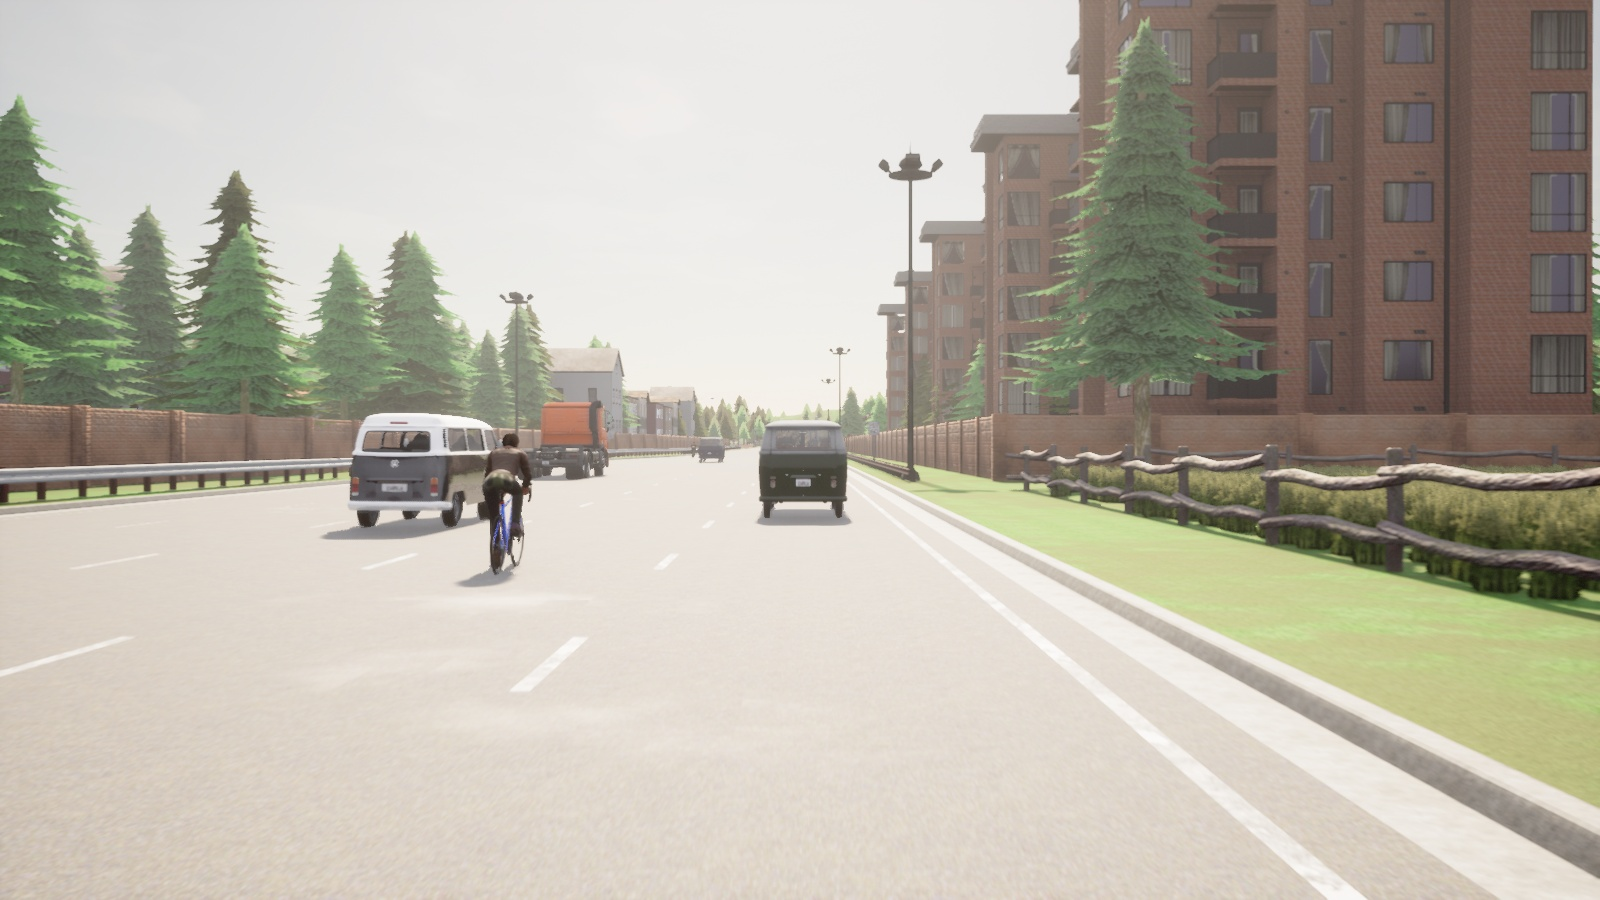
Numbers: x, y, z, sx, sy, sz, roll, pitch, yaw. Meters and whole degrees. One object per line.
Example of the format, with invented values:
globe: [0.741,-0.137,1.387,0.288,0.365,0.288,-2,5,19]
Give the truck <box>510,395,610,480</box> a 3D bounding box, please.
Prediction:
truck: [-10.442,-0.535,55.476,2.891,3.462,7.936,0,0,0]

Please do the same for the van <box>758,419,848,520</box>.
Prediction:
van: [0.062,0.359,26.890,1.775,1.987,4.442,0,0,0]

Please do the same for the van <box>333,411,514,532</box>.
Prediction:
van: [-6.919,0.343,23.637,2.069,2.038,4.480,0,1,0]

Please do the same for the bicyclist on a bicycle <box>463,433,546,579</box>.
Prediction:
bicyclist on a bicycle: [-3.437,0.619,14.740,0.582,1.620,1.656,0,0,0]
